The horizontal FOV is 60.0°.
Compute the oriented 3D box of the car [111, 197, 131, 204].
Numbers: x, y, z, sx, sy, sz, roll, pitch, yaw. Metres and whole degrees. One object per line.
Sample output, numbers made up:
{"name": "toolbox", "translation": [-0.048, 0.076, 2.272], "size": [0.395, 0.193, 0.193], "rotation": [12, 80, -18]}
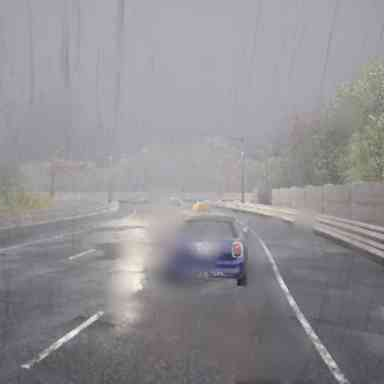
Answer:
{"name": "car", "translation": [-16.857, 2.015, 78.577], "size": [2.097, 1.767, 4.553], "rotation": [1, -1, -29]}

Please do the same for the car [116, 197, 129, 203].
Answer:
{"name": "car", "translation": [-18.547, 2.161, 88.489], "size": [1.882, 1.535, 5.008], "rotation": [1, -1, -33]}

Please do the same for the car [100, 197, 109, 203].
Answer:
{"name": "car", "translation": [-21.743, 2.169, 86.992], "size": [1.837, 1.490, 4.892], "rotation": [1, -1, -33]}

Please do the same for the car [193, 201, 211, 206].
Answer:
{"name": "car", "translation": [1.242, 1.982, 44.583], "size": [1.882, 1.535, 5.008], "rotation": [1, -1, -8]}

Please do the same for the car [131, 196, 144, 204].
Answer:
{"name": "car", "translation": [-13.805, 2.266, 80.292], "size": [1.994, 1.385, 4.181], "rotation": [1, -1, -29]}

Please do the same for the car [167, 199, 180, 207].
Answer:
{"name": "car", "translation": [-3.653, 2.153, 65.151], "size": [2.128, 1.511, 4.902], "rotation": [1, -1, -18]}

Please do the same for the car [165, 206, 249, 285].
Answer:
{"name": "car", "translation": [0.642, 1.468, 10.141], "size": [2.097, 1.767, 4.553], "rotation": [0, -1, 9]}

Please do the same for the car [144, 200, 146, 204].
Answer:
{"name": "car", "translation": [-10.431, 2.283, 81.390], "size": [2.128, 1.511, 4.902], "rotation": [1, -1, -29]}

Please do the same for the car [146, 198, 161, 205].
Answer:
{"name": "car", "translation": [-8.633, 2.268, 77.763], "size": [1.812, 1.442, 4.674], "rotation": [1, -1, -26]}
